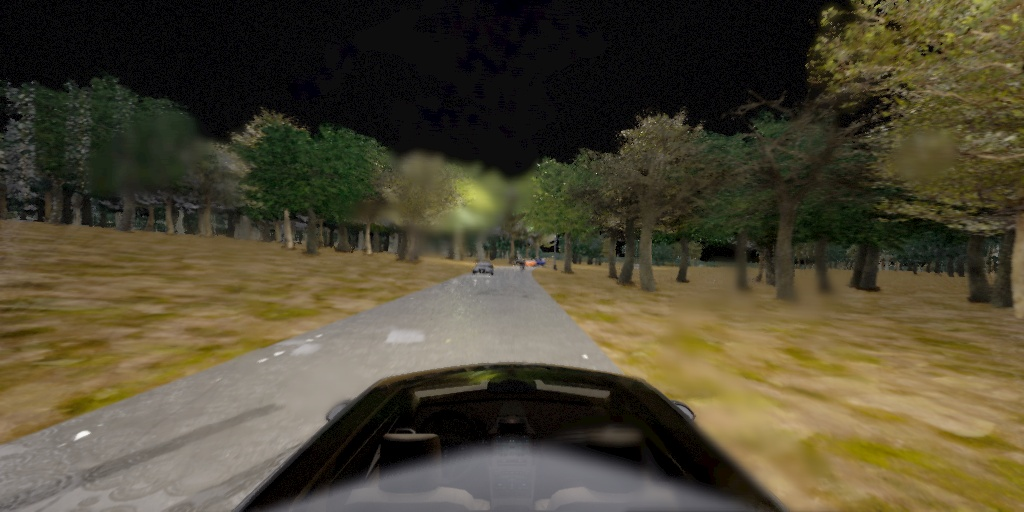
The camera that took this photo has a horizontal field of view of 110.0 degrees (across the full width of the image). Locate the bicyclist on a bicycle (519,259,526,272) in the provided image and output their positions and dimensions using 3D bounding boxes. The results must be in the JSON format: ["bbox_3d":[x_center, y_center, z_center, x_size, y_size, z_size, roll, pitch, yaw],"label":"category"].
[{"bbox_3d":[1.144,1.201,43.662,0.659,1.776,1.843,-4,0,3],"label":"bicyclist on a bicycle"}]

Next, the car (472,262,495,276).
[{"bbox_3d":[-2.884,1.275,37.098,1.994,1.385,4.181,2,0,2],"label":"car"}]
